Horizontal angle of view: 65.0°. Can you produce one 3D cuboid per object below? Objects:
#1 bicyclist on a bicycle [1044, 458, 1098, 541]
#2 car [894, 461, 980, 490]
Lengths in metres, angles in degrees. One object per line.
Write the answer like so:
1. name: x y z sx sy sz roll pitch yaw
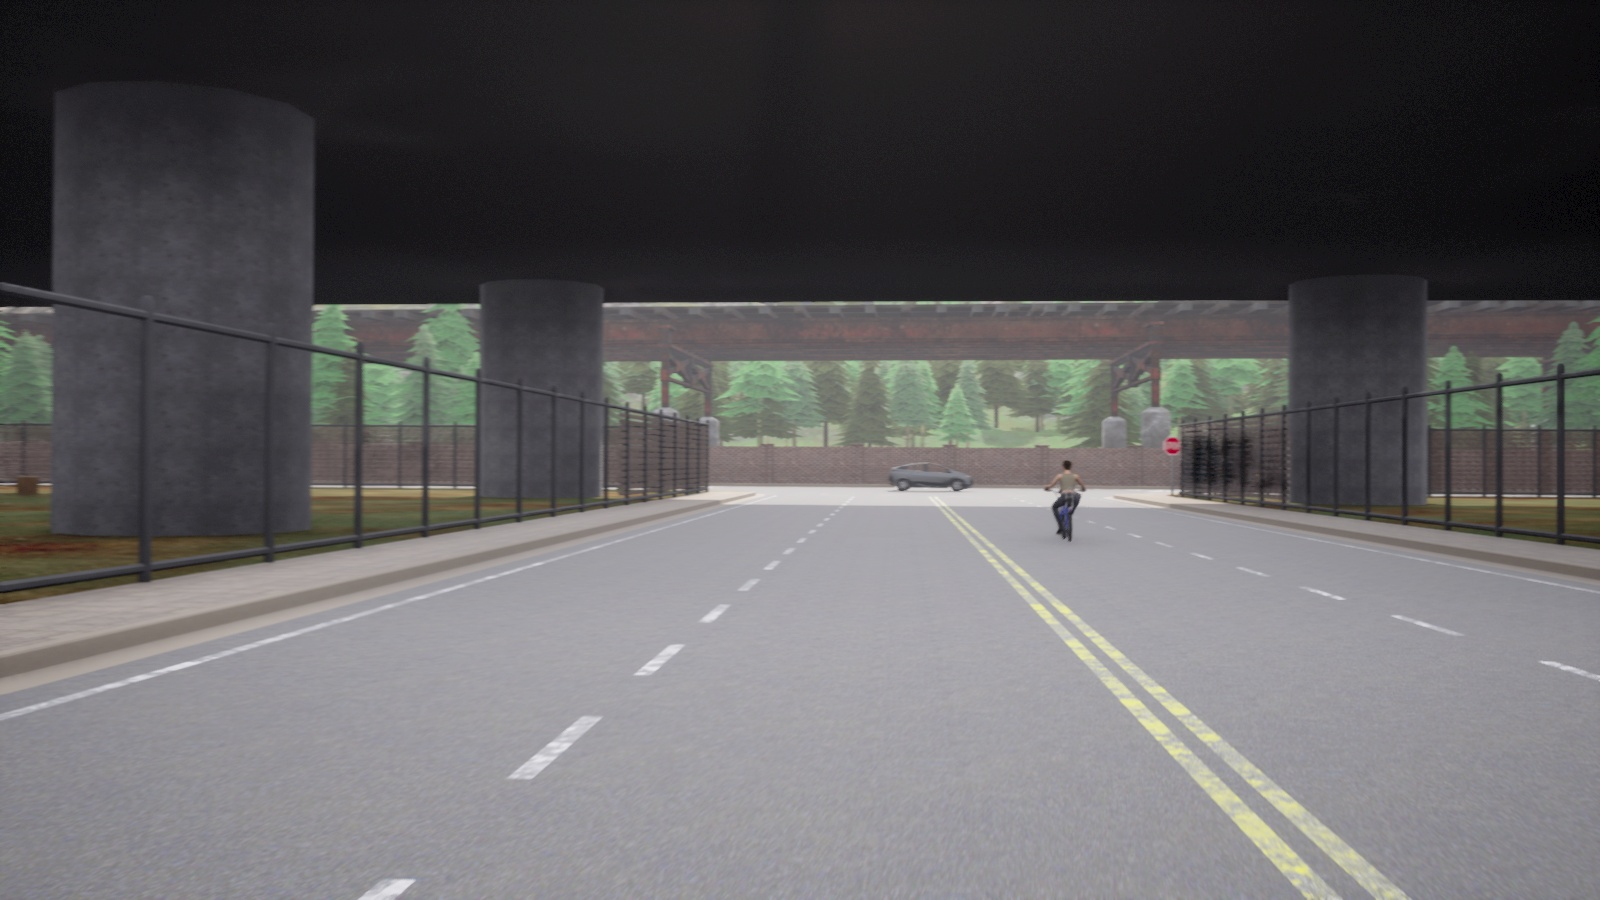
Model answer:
1. bicyclist on a bicycle: 5.427 0.969 25.253 0.866 1.612 1.509 0 -1 5
2. car: 7.263 1.347 66.804 4.514 1.525 2.007 0 -1 6
